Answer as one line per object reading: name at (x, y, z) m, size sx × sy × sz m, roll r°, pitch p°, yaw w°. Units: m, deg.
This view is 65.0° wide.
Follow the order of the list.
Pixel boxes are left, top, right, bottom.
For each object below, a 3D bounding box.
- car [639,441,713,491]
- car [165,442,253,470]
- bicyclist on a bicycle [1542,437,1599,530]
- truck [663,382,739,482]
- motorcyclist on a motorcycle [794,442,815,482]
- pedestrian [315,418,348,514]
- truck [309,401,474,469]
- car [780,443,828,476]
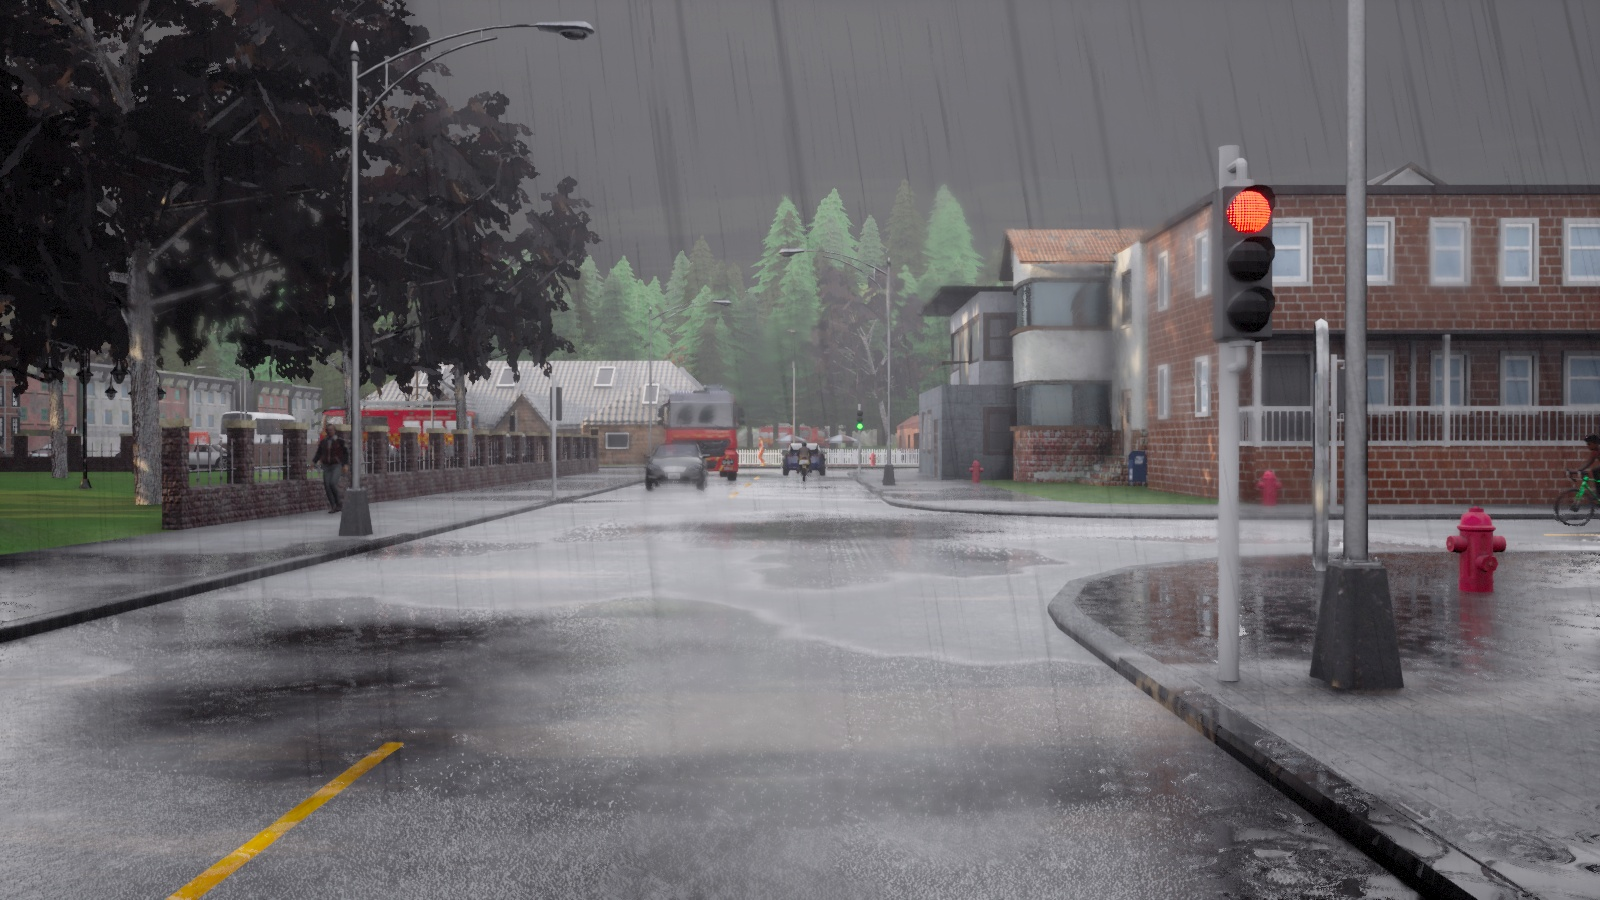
car at (-3.947, 0.470, 40.708) m, size 2.128 × 1.511 × 4.902 m, roll 0°, pitch 0°, yaw -3°
car at (-31.765, 0.305, 67.616) m, size 3.806 × 1.475 × 1.970 m, roll 0°, pitch 0°, yaw -1°
bicyclist on a bicycle at (14.115, 0.586, 22.192) m, size 1.656 × 1.620 × 0.582 m, roll 0°, pitch 0°, yaw 1°
truck at (-4.037, -0.718, 52.503) m, size 2.891 × 3.827 × 8.468 m, roll 0°, pitch 0°, yaw -3°
motorcyclist on a motorcycle at (0.164, 0.453, 48.866) m, size 0.797 × 1.523 × 2.044 m, roll 0°, pitch 0°, yaw 0°
pedestrian at (-9.200, 0.310, 24.662) m, size 0.376 × 1.854 × 0.720 m, roll 0°, pitch 0°, yaw 0°
truck at (-23.189, -0.841, 71.561) m, size 8.468 × 3.827 × 2.891 m, roll 0°, pitch 0°, yaw 2°
car at (0.189, 0.412, 59.292) m, size 2.163 × 1.488 × 4.792 m, roll 0°, pitch 0°, yaw 0°
